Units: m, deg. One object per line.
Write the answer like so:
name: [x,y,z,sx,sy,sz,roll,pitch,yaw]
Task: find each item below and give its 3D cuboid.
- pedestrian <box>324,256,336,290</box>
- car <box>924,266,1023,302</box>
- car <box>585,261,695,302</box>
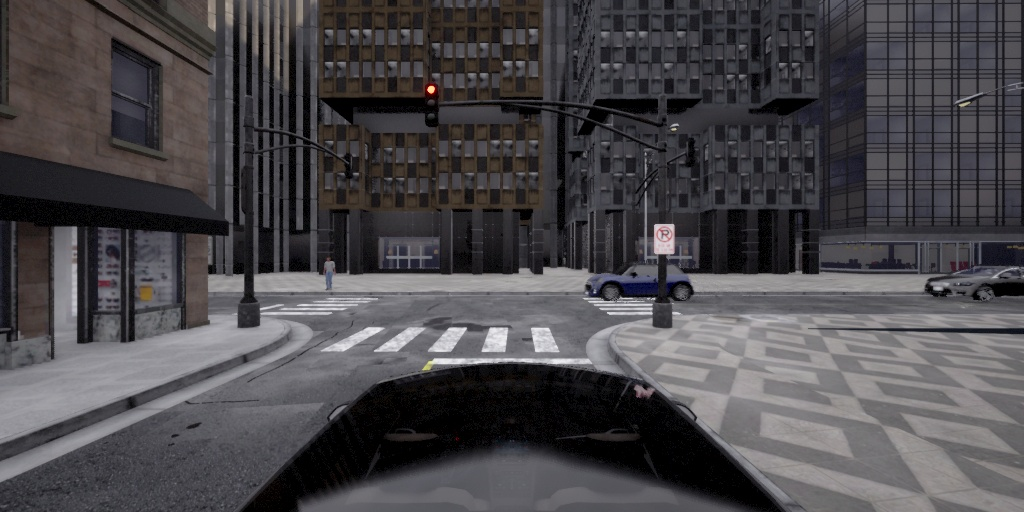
pedestrian: [-9.929,0.902,19.476,0.375,1.860,0.375,0,0,0]
car: [21.762,1.210,16.225,4.902,1.511,2.128,0,0,0]
car: [5.666,1.091,16.335,4.553,1.767,2.097,0,0,0]
